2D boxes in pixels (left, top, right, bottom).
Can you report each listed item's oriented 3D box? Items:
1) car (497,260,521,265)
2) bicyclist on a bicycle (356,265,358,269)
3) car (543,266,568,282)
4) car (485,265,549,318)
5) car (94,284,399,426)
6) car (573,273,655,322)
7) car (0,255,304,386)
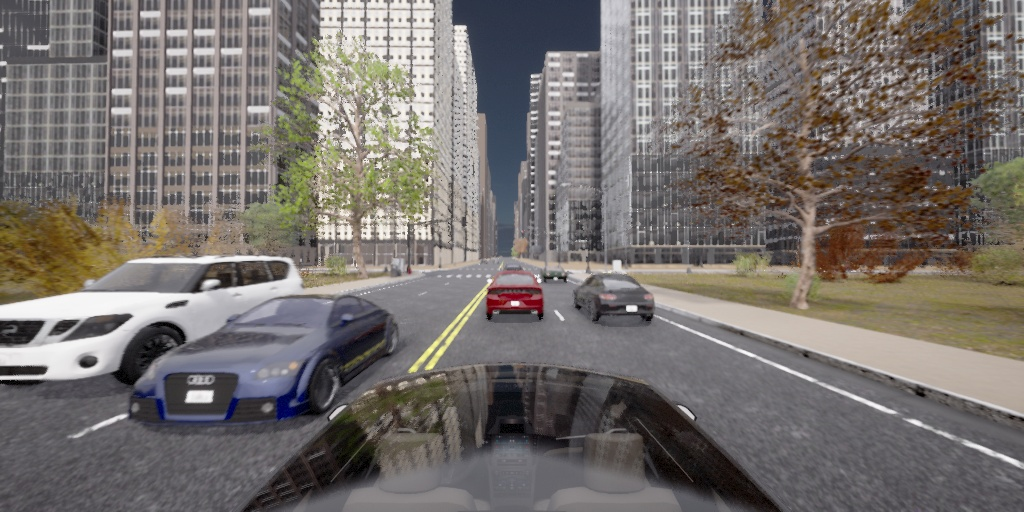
[{"bbox_3d":[0.092,1.339,30.009,2.128,1.511,4.902,0,0,0],"label":"car"},{"bbox_3d":[-25.172,1.341,58.797,0.582,1.620,1.656,0,-1,2],"label":"bicyclist on a bicycle"},{"bbox_3d":[3.343,1.448,29.592,1.895,1.301,4.718,0,0,0],"label":"car"},{"bbox_3d":[0.093,1.270,13.187,1.882,1.535,5.008,0,0,0],"label":"car"},{"bbox_3d":[-3.351,1.330,5.841,1.994,1.385,4.181,0,0,0],"label":"car"},{"bbox_3d":[3.338,1.316,12.346,1.812,1.442,4.674,0,0,0],"label":"car"},{"bbox_3d":[-6.601,0.993,7.375,2.150,2.045,5.566,0,0,0],"label":"car"}]
